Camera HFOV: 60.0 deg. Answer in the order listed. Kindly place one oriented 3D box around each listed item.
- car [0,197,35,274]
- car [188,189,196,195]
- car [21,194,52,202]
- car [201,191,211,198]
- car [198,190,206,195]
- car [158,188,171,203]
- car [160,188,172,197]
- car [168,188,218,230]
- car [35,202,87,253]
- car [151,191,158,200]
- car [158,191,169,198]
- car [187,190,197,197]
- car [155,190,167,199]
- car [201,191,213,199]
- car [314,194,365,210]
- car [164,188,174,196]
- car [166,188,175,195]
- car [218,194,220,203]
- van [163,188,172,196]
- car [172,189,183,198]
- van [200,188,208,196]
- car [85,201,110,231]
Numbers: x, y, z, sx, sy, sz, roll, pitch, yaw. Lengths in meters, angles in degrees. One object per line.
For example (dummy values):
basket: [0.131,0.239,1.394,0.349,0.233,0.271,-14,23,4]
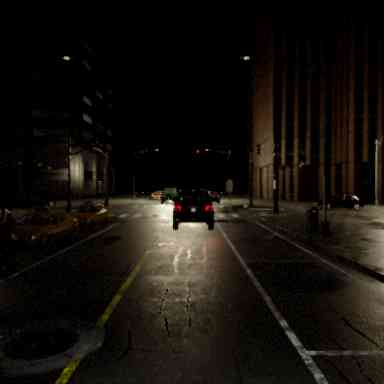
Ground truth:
car: [-5.759,1.194,7.236,2.192,1.841,5.009,0,1,0]
car: [0.005,-0.018,85.900,2.033,1.411,5.357,0,1,0]
car: [-15.161,0.948,30.127,4.902,1.511,2.128,0,1,0]
car: [2.768,0.465,67.664,1.947,1.339,4.313,0,1,0]
car: [2.769,0.112,90.098,1.947,1.339,4.313,0,1,0]
car: [-3.069,0.465,46.255,2.150,2.045,5.566,0,1,0]
car: [-5.756,0.125,73.252,2.192,1.841,5.009,0,1,0]
car: [0.081,0.912,18.731,2.150,2.045,5.566,0,1,0]
car: [-5.759,1.315,12.670,1.752,1.417,4.829,0,1,0]
car: [-5.757,0.519,56.428,1.967,1.590,4.097,0,1,0]
car: [-5.757,0.450,67.647,2.008,1.369,4.403,0,1,0]
car: [0.005,0.291,75.487,2.128,1.511,4.902,0,1,0]
car: [-5.757,0.429,62.036,1.967,1.590,4.097,0,1,0]
car: [2.768,0.539,62.056,2.008,1.369,4.403,0,1,0]
car: [14.804,1.014,33.511,4.892,1.490,1.837,0,1,0]
car: [-5.756,-0.051,84.470,2.192,1.841,5.009,0,1,0]
car: [-5.755,-0.138,90.077,2.192,1.841,5.009,0,1,0]
car: [2.768,0.700,45.230,1.967,1.590,4.097,0,1,0]
van: [-5.756,0.063,78.860,1.690,1.788,3.998,0,1,0]
car: [-2.996,0.239,68.569,2.097,1.767,4.553,0,1,0]
van: [2.769,0.063,78.877,1.690,1.788,3.998,0,1,0]
car: [-5.759,1.223,18.271,1.752,1.417,4.829,0,1,0]
